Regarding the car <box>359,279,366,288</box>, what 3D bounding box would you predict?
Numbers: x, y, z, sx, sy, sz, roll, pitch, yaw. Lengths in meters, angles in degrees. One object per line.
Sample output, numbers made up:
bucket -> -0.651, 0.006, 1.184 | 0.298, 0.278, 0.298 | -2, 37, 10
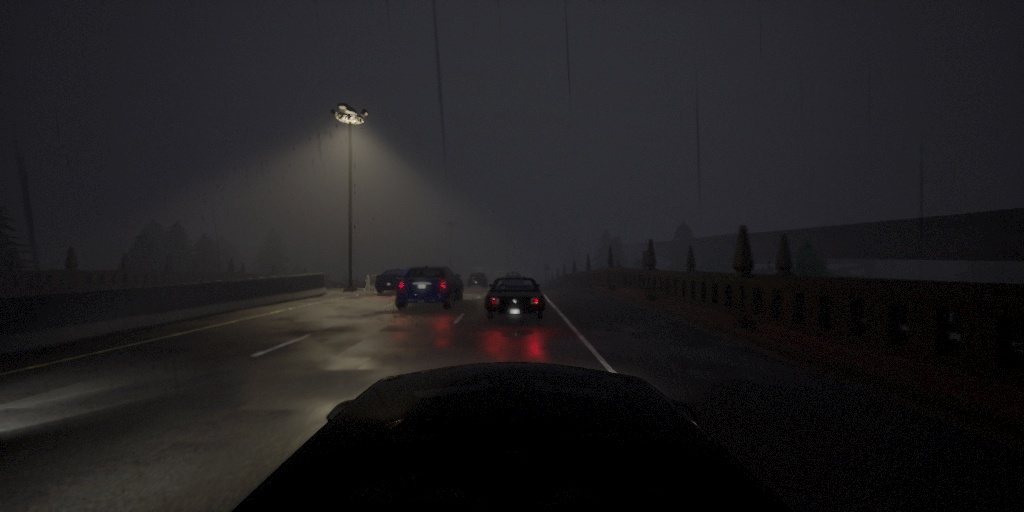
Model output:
car -> -14.088, 2.650, 38.155 | 1.812, 1.442, 4.674 | 0, -6, 0

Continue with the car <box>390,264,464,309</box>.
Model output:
car -> -3.399, 1.205, 15.652 | 2.097, 1.767, 4.553 | 0, -1, 0

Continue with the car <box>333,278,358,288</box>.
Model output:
car -> -21.065, 3.575, 46.423 | 2.033, 1.411, 5.357 | 0, -6, 0

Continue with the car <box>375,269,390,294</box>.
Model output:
car -> -6.899, 1.512, 22.550 | 1.882, 1.535, 5.008 | 0, -2, 0

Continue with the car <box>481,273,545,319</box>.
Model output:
car -> 0.100, 1.429, 13.212 | 1.895, 1.301, 4.718 | 0, 0, 0

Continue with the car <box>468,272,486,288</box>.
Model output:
car -> -3.398, 2.470, 36.605 | 1.837, 1.490, 4.892 | 0, -5, 0
